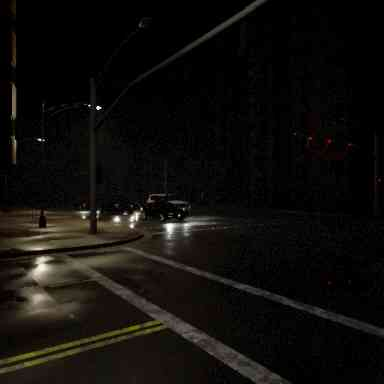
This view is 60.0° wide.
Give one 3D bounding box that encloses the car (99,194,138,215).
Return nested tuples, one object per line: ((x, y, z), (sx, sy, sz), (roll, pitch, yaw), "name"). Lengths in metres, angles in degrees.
((-7.712, 1.352, 33.847), (2.097, 1.767, 4.553), (0, 0, -36), "car")

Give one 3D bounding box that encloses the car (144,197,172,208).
((-4.996, 1.526, 48.221), (1.812, 1.442, 4.674), (0, 0, -36), "car")

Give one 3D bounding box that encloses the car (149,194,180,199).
((-2.390, 1.221, 32.491), (2.150, 2.045, 5.566), (0, 0, -36), "car")

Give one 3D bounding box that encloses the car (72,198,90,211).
((-13.670, 1.478, 42.070), (1.882, 1.535, 5.008), (0, 0, -36), "car")

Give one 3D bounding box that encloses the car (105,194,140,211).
((-8.707, 1.221, 41.170), (2.150, 2.045, 5.566), (0, 0, -36), "car")

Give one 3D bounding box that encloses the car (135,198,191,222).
((-2.381, 1.505, 26.534), (1.837, 1.490, 4.892), (0, 0, -36), "car")

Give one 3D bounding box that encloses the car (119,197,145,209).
((-8.511, 1.526, 47.099), (1.812, 1.442, 4.674), (0, 0, -36), "car")
